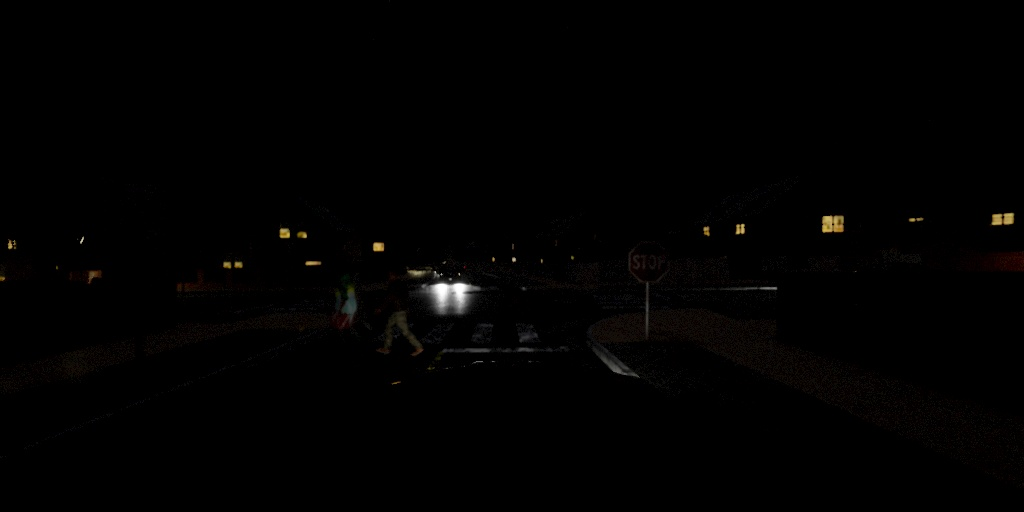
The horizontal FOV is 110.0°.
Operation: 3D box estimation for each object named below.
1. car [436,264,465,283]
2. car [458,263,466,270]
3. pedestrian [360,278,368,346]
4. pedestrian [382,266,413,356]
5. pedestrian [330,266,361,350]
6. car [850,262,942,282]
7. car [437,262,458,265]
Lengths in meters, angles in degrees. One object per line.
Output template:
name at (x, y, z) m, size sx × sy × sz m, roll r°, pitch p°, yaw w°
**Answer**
car at (-5.354, 1.604, 31.390) m, size 1.895 × 1.301 × 4.718 m, roll 0°, pitch -1°, yaw -9°
car at (-9.105, 1.902, 60.610) m, size 2.033 × 1.411 × 5.357 m, roll 0°, pitch -1°, yaw -18°
pedestrian at (-3.768, 1.089, 8.523) m, size 0.375 × 1.860 × 0.375 m, roll -1°, pitch 1°, yaw -2°
pedestrian at (-2.293, 1.079, 7.212) m, size 0.375 × 1.860 × 0.375 m, roll -1°, pitch 1°, yaw -2°
pedestrian at (-3.660, 1.084, 7.860) m, size 0.375 × 1.860 × 0.375 m, roll -1°, pitch 1°, yaw -2°
car at (17.210, 0.987, 16.309) m, size 4.181 × 1.385 × 1.994 m, roll -1°, pitch 1°, yaw 5°
car at (-8.756, 1.776, 48.439) m, size 1.994 × 1.385 × 4.181 m, roll 0°, pitch -1°, yaw -13°
